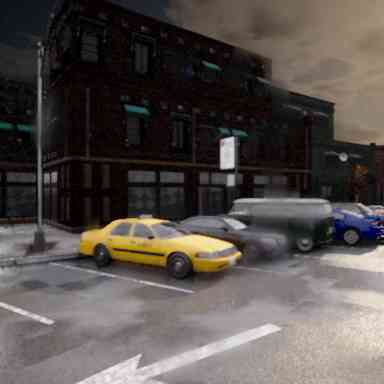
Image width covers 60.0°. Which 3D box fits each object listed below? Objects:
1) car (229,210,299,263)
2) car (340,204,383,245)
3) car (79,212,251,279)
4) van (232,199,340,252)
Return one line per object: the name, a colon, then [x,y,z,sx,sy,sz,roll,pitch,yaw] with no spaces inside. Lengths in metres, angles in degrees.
car: [1.113,1.529,11.979,4.674,1.452,2.002,-1,-1,34]
car: [5.993,1.489,15.473,5.008,1.535,2.097,-1,-1,34]
car: [-1.168,1.483,10.113,5.366,1.575,1.946,-1,-1,34]
van: [3.451,1.264,13.792,4.442,1.987,1.878,-1,-1,34]
